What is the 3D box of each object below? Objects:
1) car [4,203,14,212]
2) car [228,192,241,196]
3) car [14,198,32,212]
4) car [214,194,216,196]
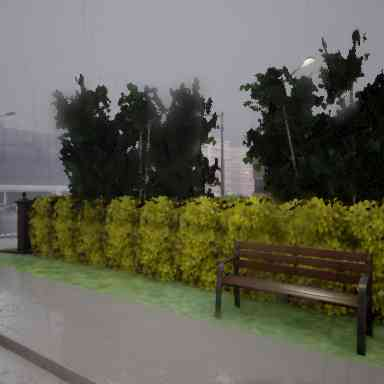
[{"bbox_3d":[-18.874,1.479,38.046,1.812,1.442,4.674,0,0,35],"label":"car"},{"bbox_3d":[9.259,0.725,71.856,1.994,1.385,4.181,0,0,35],"label":"car"},{"bbox_3d":[-16.119,1.553,35.897,1.895,1.301,4.718,0,0,36],"label":"car"},{"bbox_3d":[4.029,0.735,70.497,1.812,1.442,4.674,0,1,35],"label":"car"}]
